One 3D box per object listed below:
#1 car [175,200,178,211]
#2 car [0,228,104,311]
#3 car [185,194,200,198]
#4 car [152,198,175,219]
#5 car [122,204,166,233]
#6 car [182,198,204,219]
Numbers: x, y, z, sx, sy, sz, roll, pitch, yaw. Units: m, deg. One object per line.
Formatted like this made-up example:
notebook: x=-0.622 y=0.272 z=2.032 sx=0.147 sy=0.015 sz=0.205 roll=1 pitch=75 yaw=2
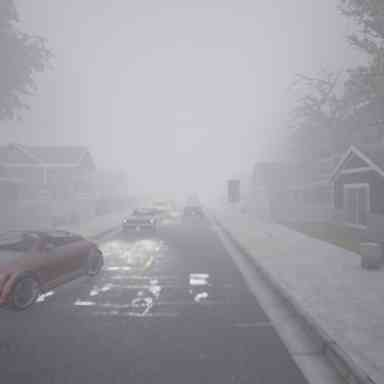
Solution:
car: x=-2.816 y=1.568 z=42.000 sx=2.128 sy=1.511 sz=4.902 roll=0 pitch=0 yaw=0
car: x=-3.814 y=1.572 z=7.791 sx=1.994 sy=1.385 sz=4.181 roll=0 pitch=0 yaw=14
car: x=0.100 y=1.344 z=55.312 sx=2.150 sy=2.045 sz=5.566 roll=0 pitch=0 yaw=0
car: x=-2.851 y=1.524 z=30.244 sx=1.882 sy=1.535 sz=5.008 roll=0 pitch=0 yaw=0
car: x=-2.847 y=1.630 z=19.846 sx=1.895 sy=1.301 sz=4.718 roll=0 pitch=0 yaw=0
car: x=0.105 y=1.571 z=29.943 sx=1.812 sy=1.442 sz=4.674 roll=0 pitch=0 yaw=0
